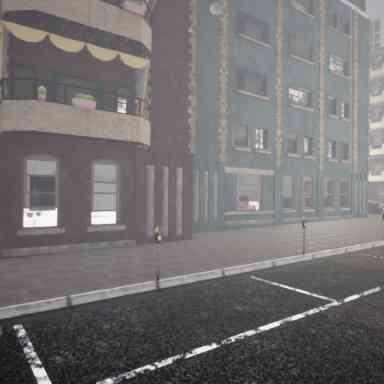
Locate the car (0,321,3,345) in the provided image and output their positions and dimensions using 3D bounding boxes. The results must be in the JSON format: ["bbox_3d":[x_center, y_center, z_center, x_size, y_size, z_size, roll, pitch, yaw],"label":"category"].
[{"bbox_3d":[-4.210,1.566,3.086,4.313,1.339,1.947,0,1,-35],"label":"car"}]

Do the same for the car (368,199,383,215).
[{"bbox_3d":[16.127,1.240,32.629,2.192,1.841,5.009,1,0,-36],"label":"car"}]
